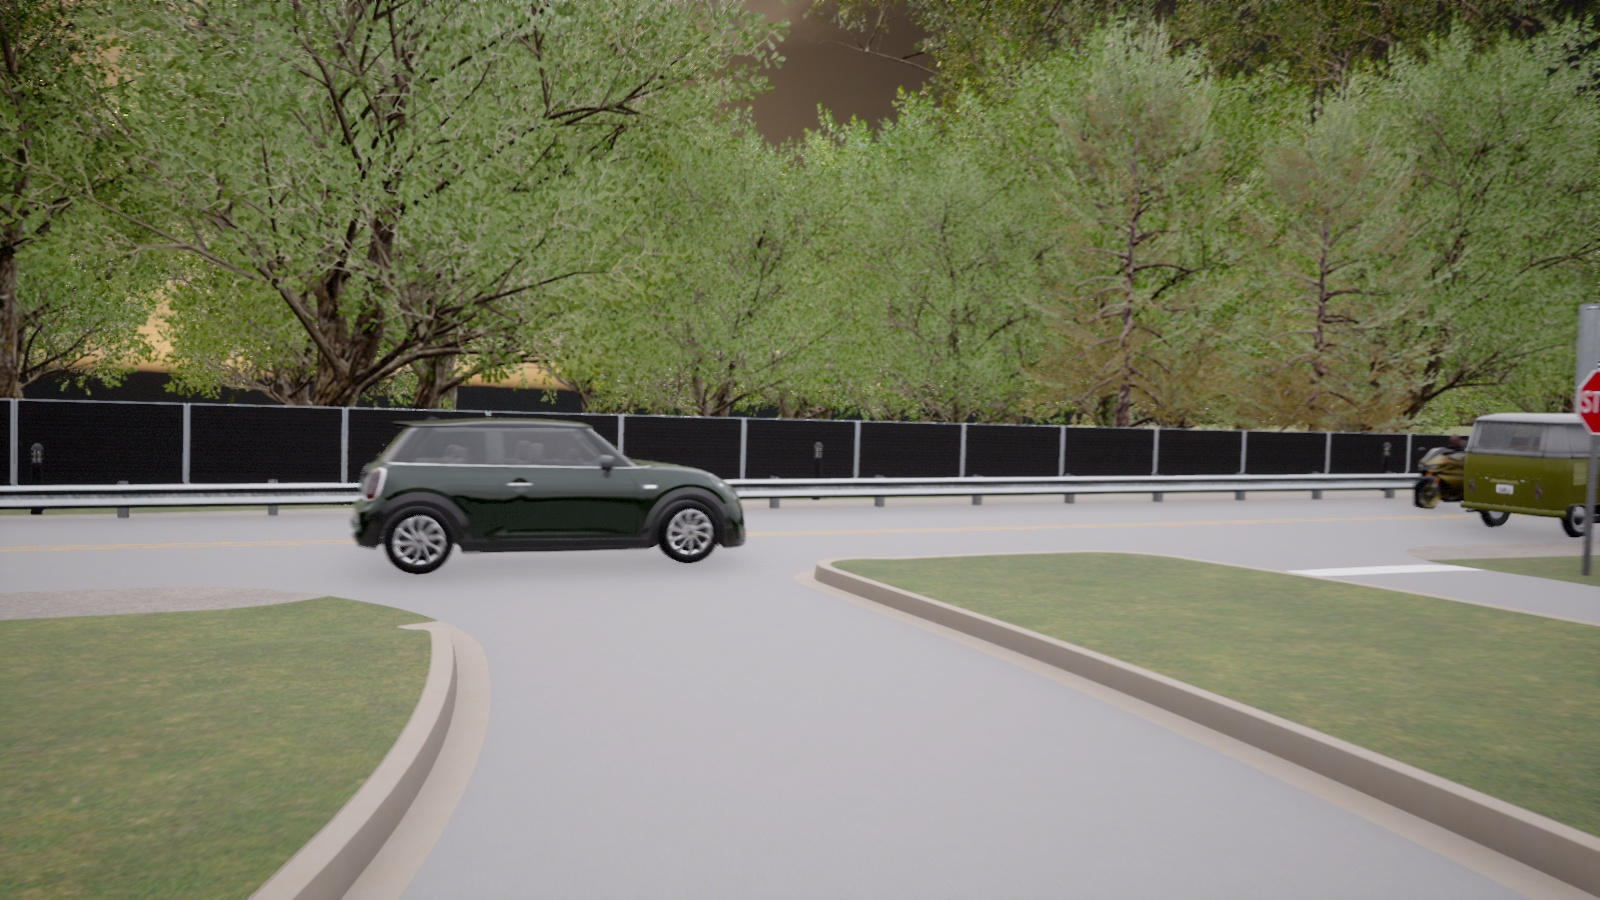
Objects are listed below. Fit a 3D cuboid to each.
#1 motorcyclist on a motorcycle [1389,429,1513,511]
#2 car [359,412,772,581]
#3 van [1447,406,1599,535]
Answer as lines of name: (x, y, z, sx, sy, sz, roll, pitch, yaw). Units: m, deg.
motorcyclist on a motorcycle: (12.918, 0.373, 24.920, 2.191, 1.530, 0.866, 0, 3, -20)
car: (-2.843, 0.452, 15.095, 4.553, 1.767, 2.097, 0, 2, -21)
van: (13.387, 0.276, 21.336, 4.442, 1.987, 1.775, -1, 3, -24)
